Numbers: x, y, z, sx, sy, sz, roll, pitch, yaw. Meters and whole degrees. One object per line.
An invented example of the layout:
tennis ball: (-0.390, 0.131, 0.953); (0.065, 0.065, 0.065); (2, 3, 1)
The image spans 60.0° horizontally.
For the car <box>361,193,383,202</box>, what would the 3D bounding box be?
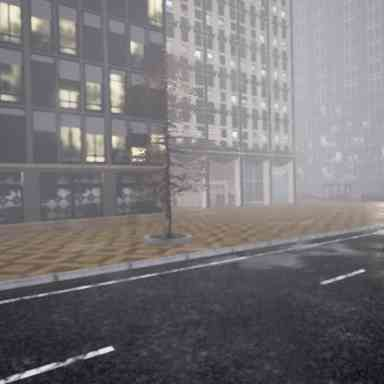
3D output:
car: (26.538, 0.811, 47.655); (1.947, 1.339, 4.313); (-1, 1, -36)

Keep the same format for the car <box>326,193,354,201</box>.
car: (23.244, 0.782, 52.290); (1.802, 1.307, 4.206); (-1, 1, -36)

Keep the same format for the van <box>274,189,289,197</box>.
van: (20.224, 0.161, 71.087); (1.690, 1.788, 3.998); (-1, 1, -36)

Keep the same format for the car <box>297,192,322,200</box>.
car: (19.984, 0.720, 56.945); (1.947, 1.339, 4.313); (-1, 1, -36)
